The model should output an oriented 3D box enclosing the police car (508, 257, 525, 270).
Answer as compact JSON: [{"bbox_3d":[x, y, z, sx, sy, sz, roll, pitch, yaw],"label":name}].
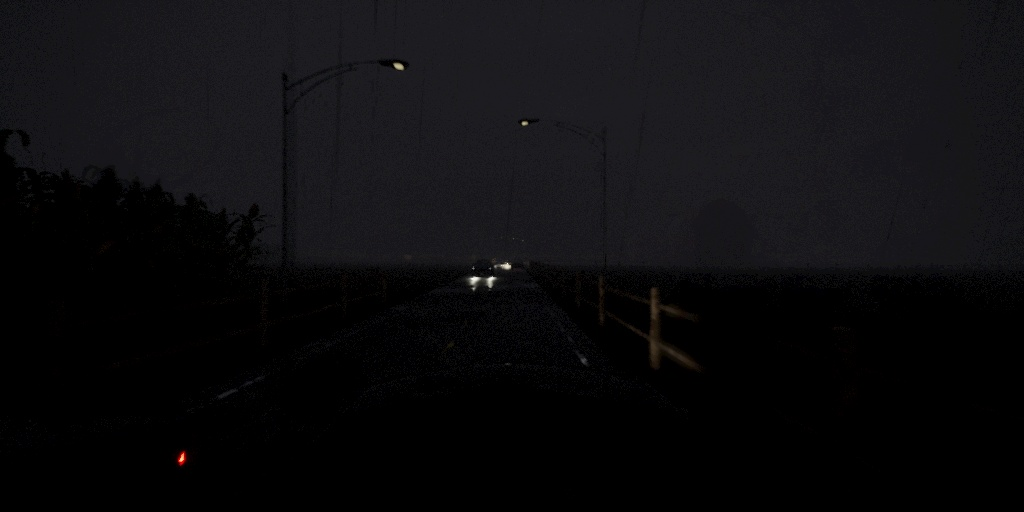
[{"bbox_3d":[0.813,1.168,51.737,1.930,1.638,5.238,0,0,0],"label":"police car"}]

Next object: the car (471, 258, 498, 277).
[{"bbox_3d":[-2.846,1.099,36.004,2.097,1.767,4.553,0,0,0],"label":"car"}]
